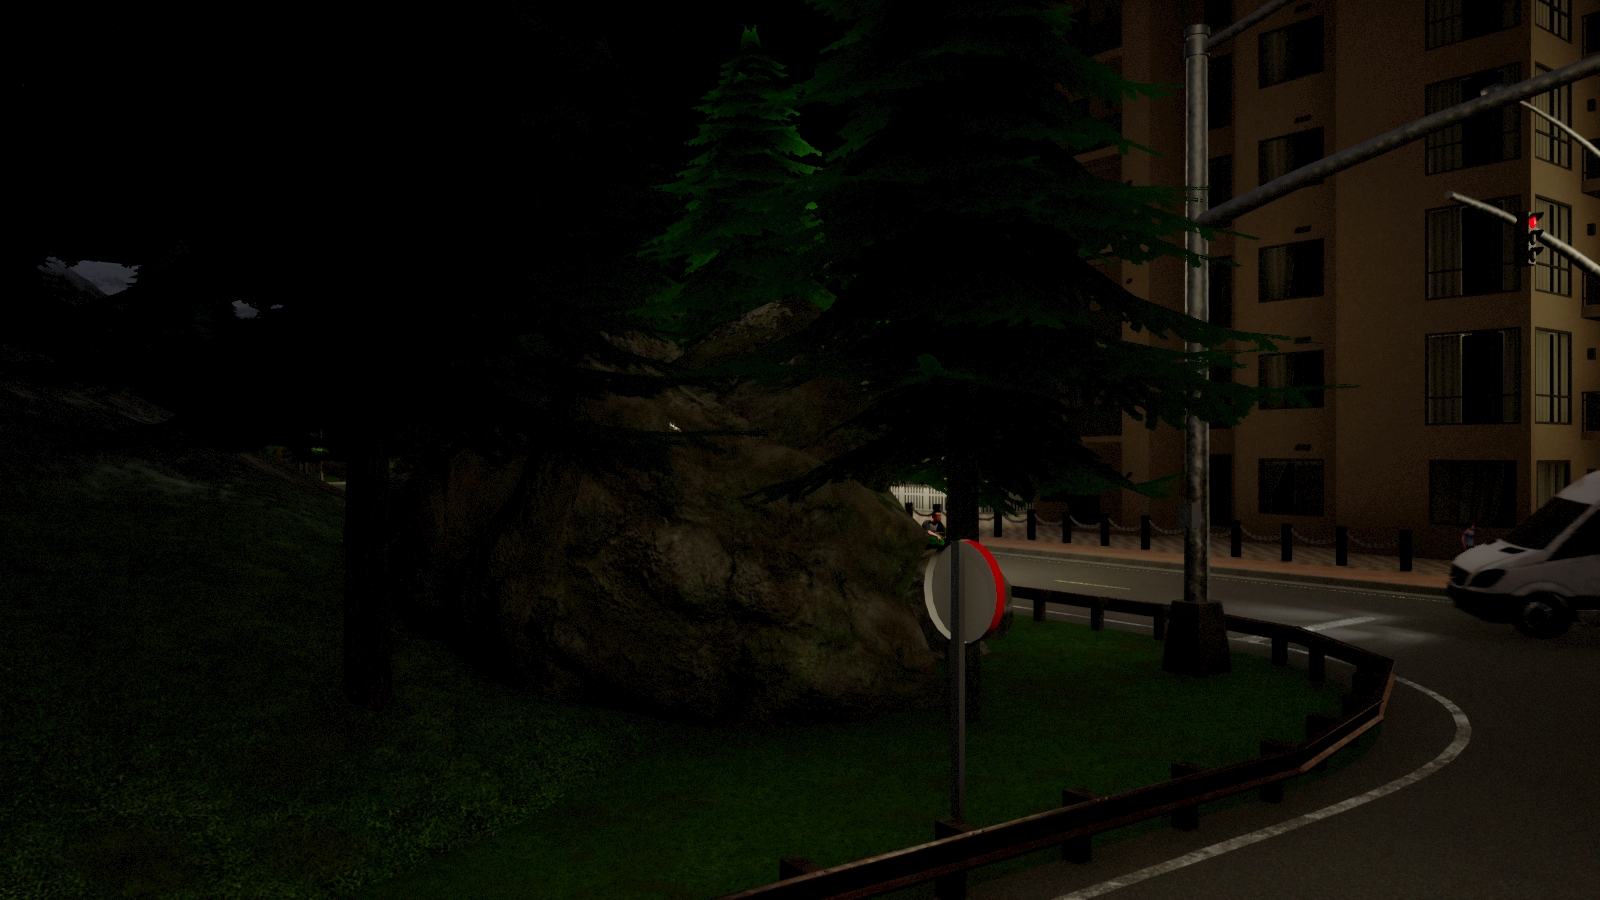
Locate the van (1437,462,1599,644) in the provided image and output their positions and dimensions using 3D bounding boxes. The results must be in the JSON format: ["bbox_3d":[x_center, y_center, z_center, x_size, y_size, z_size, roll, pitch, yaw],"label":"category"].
[{"bbox_3d":[13.170,1.516,17.260,5.915,2.561,1.988,0,2,17],"label":"van"}]

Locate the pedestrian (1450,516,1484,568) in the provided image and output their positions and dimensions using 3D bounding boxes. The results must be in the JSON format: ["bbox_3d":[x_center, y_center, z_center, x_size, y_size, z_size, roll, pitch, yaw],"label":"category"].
[{"bbox_3d":[14.952,2.057,25.612,0.500,1.100,0.500,0,0,-32],"label":"pedestrian"}]
